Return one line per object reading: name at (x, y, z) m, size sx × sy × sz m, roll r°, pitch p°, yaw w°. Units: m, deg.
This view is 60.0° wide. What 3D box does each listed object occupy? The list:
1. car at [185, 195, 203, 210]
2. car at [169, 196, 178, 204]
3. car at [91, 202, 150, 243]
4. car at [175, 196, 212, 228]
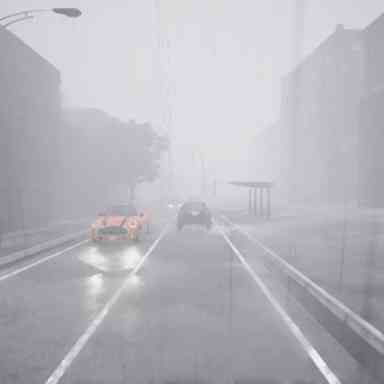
car at (0.251, 1.312, 42.457) m, size 2.097 × 1.767 × 4.553 m, roll 0°, pitch 0°, yaw 0°
car at (-2.831, 1.413, 57.000) m, size 1.895 × 1.301 × 4.718 m, roll 0°, pitch 1°, yaw 1°
car at (-3.309, 1.355, 16.140) m, size 2.097 × 1.767 × 4.553 m, roll 0°, pitch 0°, yaw 1°
car at (0.165, 1.363, 22.142) m, size 2.097 × 1.767 × 4.553 m, roll 0°, pitch 0°, yaw 0°
